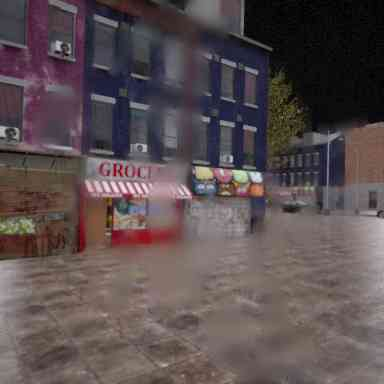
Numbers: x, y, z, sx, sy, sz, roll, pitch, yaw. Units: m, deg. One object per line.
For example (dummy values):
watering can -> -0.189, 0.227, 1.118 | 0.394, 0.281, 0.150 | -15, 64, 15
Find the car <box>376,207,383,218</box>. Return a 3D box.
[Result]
car -> 17.033, 1.590, 26.366 | 1.994, 1.385, 4.181 | 2, -2, -35

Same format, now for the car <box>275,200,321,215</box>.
car -> 11.071, 1.580, 34.877 | 1.882, 1.535, 5.008 | 2, -2, -35
